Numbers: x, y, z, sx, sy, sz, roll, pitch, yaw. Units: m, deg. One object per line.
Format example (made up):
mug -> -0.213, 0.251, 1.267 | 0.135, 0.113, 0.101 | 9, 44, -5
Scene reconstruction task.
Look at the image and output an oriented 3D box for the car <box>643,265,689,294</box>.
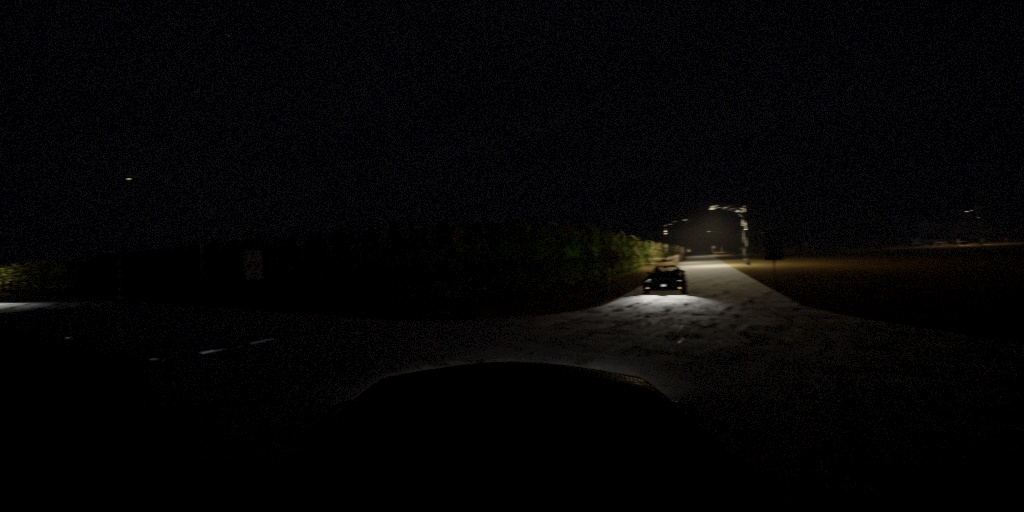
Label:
car -> 8.150, 1.191, 18.920 | 1.994, 1.385, 4.181 | -3, -1, 28
